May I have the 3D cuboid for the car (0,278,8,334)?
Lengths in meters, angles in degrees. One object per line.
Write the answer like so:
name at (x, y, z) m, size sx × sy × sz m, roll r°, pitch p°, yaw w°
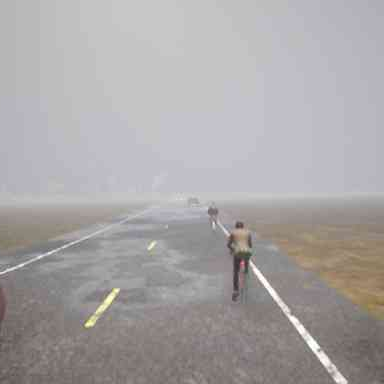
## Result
car at (-3.581, 1.517, 3.051) m, size 1.812 × 1.442 × 4.674 m, roll 0°, pitch 0°, yaw 0°

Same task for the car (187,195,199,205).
car at (0.189, 1.368, 56.286) m, size 1.882 × 1.535 × 5.008 m, roll 0°, pitch 0°, yaw 0°

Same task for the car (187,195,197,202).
car at (-0.089, 1.403, 73.734) m, size 2.128 × 1.511 × 4.902 m, roll 0°, pitch 0°, yaw -1°

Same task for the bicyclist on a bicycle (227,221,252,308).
bicyclist on a bicycle at (1.009, 1.436, 6.940) m, size 0.582 × 1.620 × 1.656 m, roll 0°, pitch 0°, yaw 0°

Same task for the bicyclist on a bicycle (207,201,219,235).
bicyclist on a bicycle at (1.074, 1.331, 16.814) m, size 0.659 × 1.776 × 1.843 m, roll 0°, pitch 0°, yaw 0°
